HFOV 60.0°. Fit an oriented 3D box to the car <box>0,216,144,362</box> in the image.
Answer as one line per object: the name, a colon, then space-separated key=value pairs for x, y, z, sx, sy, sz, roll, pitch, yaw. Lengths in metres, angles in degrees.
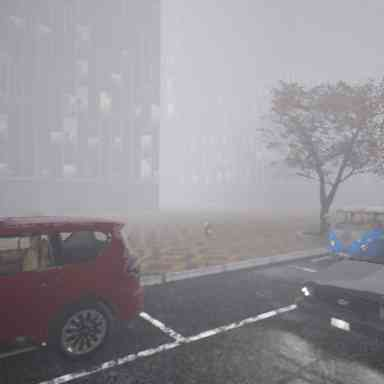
car: x=-3.056 y=1.315 z=4.370 sx=5.009 sy=1.841 sz=2.192 roll=0 pitch=0 yaw=-35

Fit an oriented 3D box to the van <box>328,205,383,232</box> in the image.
van: x=6.141 y=1.341 z=10.922 sx=3.998 sy=1.788 sz=1.690 roll=0 pitch=0 yaw=-35

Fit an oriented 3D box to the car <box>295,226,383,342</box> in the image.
car: x=4.358 y=1.548 z=6.402 sx=5.357 sy=1.411 sz=2.033 roll=0 pitch=0 yaw=-35
